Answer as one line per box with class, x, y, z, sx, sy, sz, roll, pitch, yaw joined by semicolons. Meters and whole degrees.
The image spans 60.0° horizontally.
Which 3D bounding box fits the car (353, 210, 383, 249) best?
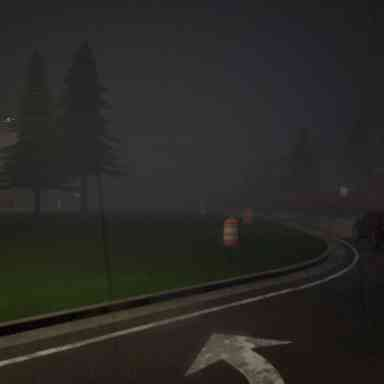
car;8.601;1.514;14.627;1.882;1.535;5.008;1;0;14
